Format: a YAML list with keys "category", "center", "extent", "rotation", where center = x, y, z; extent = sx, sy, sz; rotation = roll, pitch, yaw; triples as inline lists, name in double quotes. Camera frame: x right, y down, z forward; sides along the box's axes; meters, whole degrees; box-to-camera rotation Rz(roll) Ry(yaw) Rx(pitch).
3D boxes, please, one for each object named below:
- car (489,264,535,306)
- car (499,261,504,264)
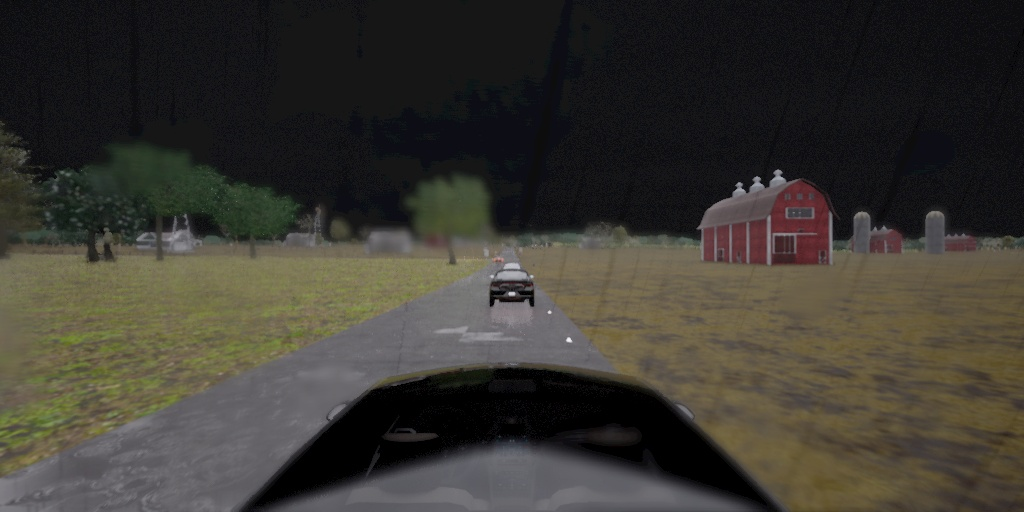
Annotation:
- category: "car"
  center: [0.006, 1.300, 16.309]
  extent: [1.882, 1.535, 5.008]
  rotation: [0, 0, 0]
- category: "car"
  center: [0.003, 1.398, 31.223]
  extent: [1.812, 1.442, 4.674]
  rotation: [0, 0, 0]
